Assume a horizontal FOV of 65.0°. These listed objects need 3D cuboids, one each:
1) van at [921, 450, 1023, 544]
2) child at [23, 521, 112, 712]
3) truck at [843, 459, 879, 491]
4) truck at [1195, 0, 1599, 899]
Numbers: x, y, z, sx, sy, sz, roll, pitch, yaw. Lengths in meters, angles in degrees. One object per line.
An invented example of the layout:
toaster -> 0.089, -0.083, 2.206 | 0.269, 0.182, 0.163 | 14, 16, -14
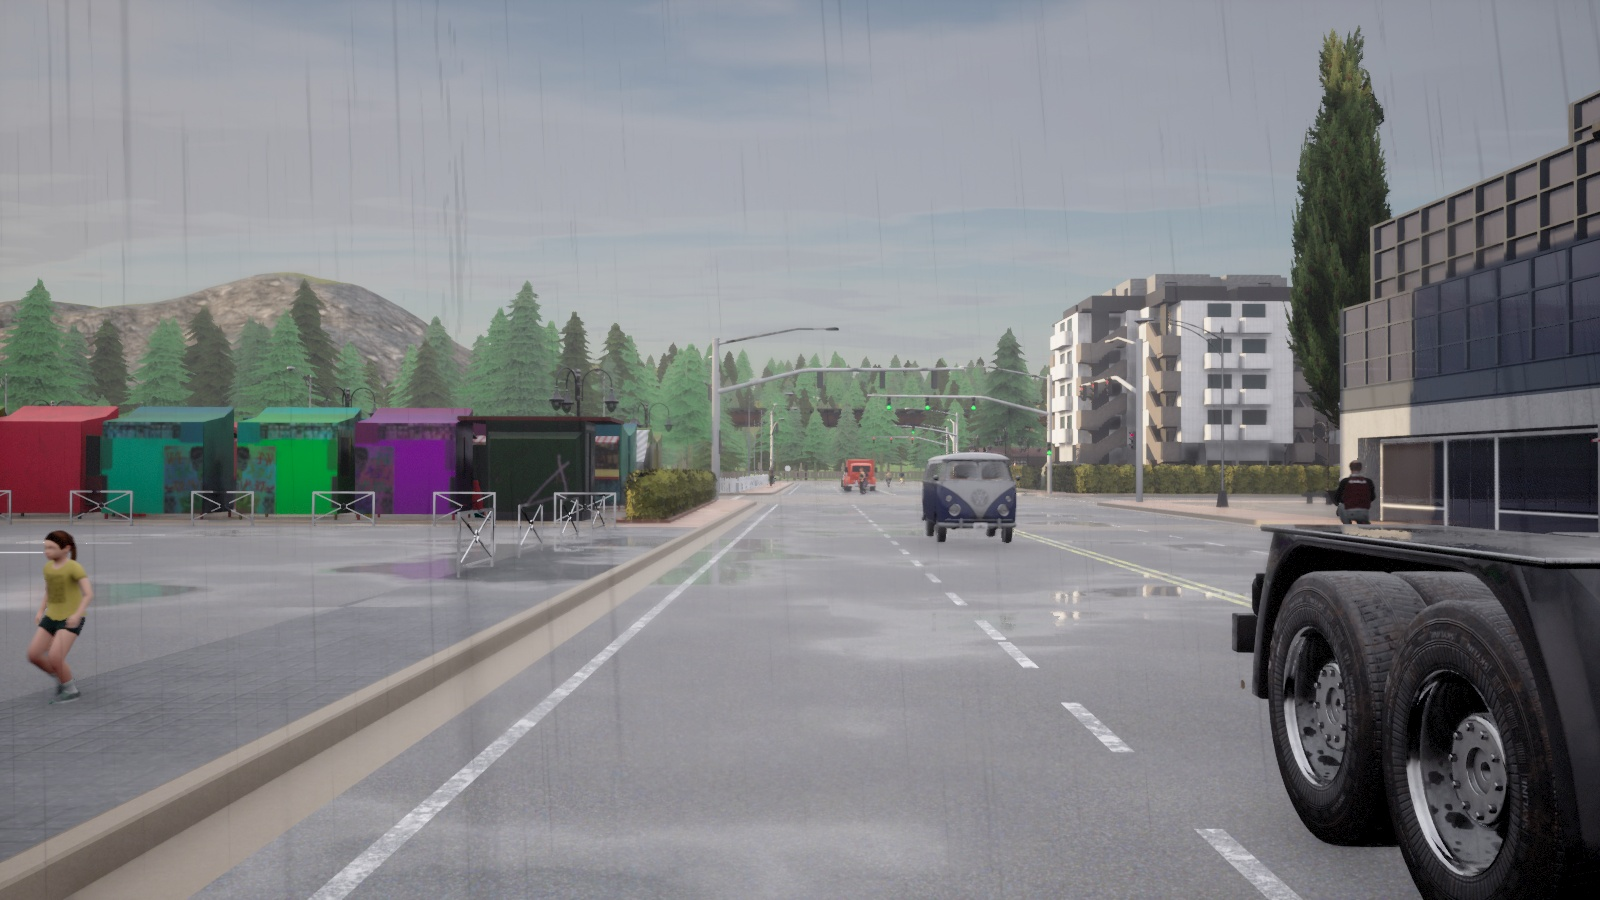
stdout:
van -> 3.844, 1.033, 28.709 | 1.775, 1.987, 4.442 | 0, -1, 1
child -> -4.465, 0.999, 7.661 | 0.255, 1.110, 0.394 | -1, -1, 20
truck -> 4.727, 1.945, 97.641 | 2.627, 2.467, 5.204 | 0, -1, 1
truck -> 3.522, -0.137, 2.678 | 2.891, 3.462, 7.936 | 0, -1, 1
